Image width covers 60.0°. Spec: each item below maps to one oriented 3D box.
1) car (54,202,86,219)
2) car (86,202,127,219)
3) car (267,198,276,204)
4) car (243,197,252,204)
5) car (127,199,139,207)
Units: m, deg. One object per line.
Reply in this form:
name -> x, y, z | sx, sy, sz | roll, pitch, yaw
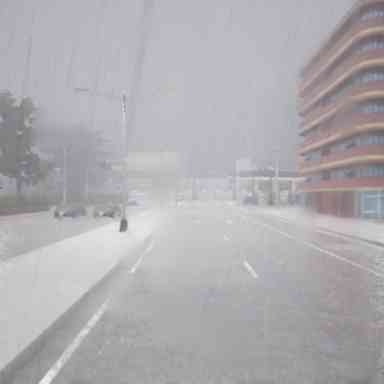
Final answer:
car -> -11.568, 1.746, 31.944 | 2.128, 1.511, 4.902 | 0, -1, 0
car -> -8.068, 1.746, 31.946 | 2.128, 1.511, 4.902 | 0, -1, 0
car -> 18.966, 2.082, 79.024 | 1.970, 1.475, 3.806 | 0, 0, 0
car -> 13.220, 1.916, 78.264 | 2.242, 1.667, 4.611 | 0, 0, 0
car -> -11.491, 2.036, 64.404 | 1.812, 1.442, 4.674 | 0, 0, 0
